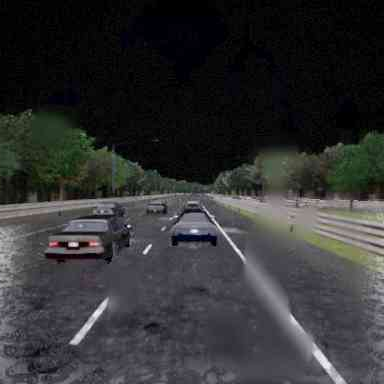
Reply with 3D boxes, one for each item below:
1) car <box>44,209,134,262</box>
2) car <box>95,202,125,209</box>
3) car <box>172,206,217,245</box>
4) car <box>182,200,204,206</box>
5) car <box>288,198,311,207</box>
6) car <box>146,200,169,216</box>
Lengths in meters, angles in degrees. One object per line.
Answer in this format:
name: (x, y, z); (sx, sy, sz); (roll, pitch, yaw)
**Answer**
car: (-3.406, 1.554, 12.028); (2.033, 1.411, 5.357); (0, 0, 0)
car: (-6.906, 1.577, 28.095); (2.033, 1.411, 5.357); (0, 0, 0)
car: (0.098, 1.574, 15.648); (1.994, 1.385, 4.181); (0, 0, 0)
car: (0.099, 1.543, 33.363); (1.837, 1.490, 4.892); (0, 0, 0)
car: (18.357, 1.706, 57.108); (1.882, 1.535, 5.008); (0, 0, -18)
car: (-3.403, 1.530, 33.226); (2.128, 1.511, 4.902); (0, 0, 0)
